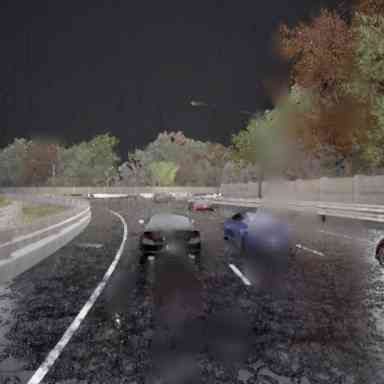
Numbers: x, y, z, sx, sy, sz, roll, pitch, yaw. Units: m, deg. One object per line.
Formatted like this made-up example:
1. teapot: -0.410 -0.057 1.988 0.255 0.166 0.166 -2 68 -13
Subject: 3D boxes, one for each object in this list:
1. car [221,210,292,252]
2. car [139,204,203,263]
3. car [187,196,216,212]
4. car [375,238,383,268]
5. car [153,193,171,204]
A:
1. car: 2.457 1.450 13.443 1.812 1.442 4.674 0 0 -7
2. car: -0.860 1.420 11.806 1.882 1.535 5.008 0 0 -7
3. car: 0.740 1.382 35.564 1.994 1.385 4.181 0 0 -17
4. car: 6.543 1.503 8.232 1.994 1.385 4.181 0 0 -4
5. car: -5.297 1.336 55.431 1.895 1.301 4.718 0 0 -14
